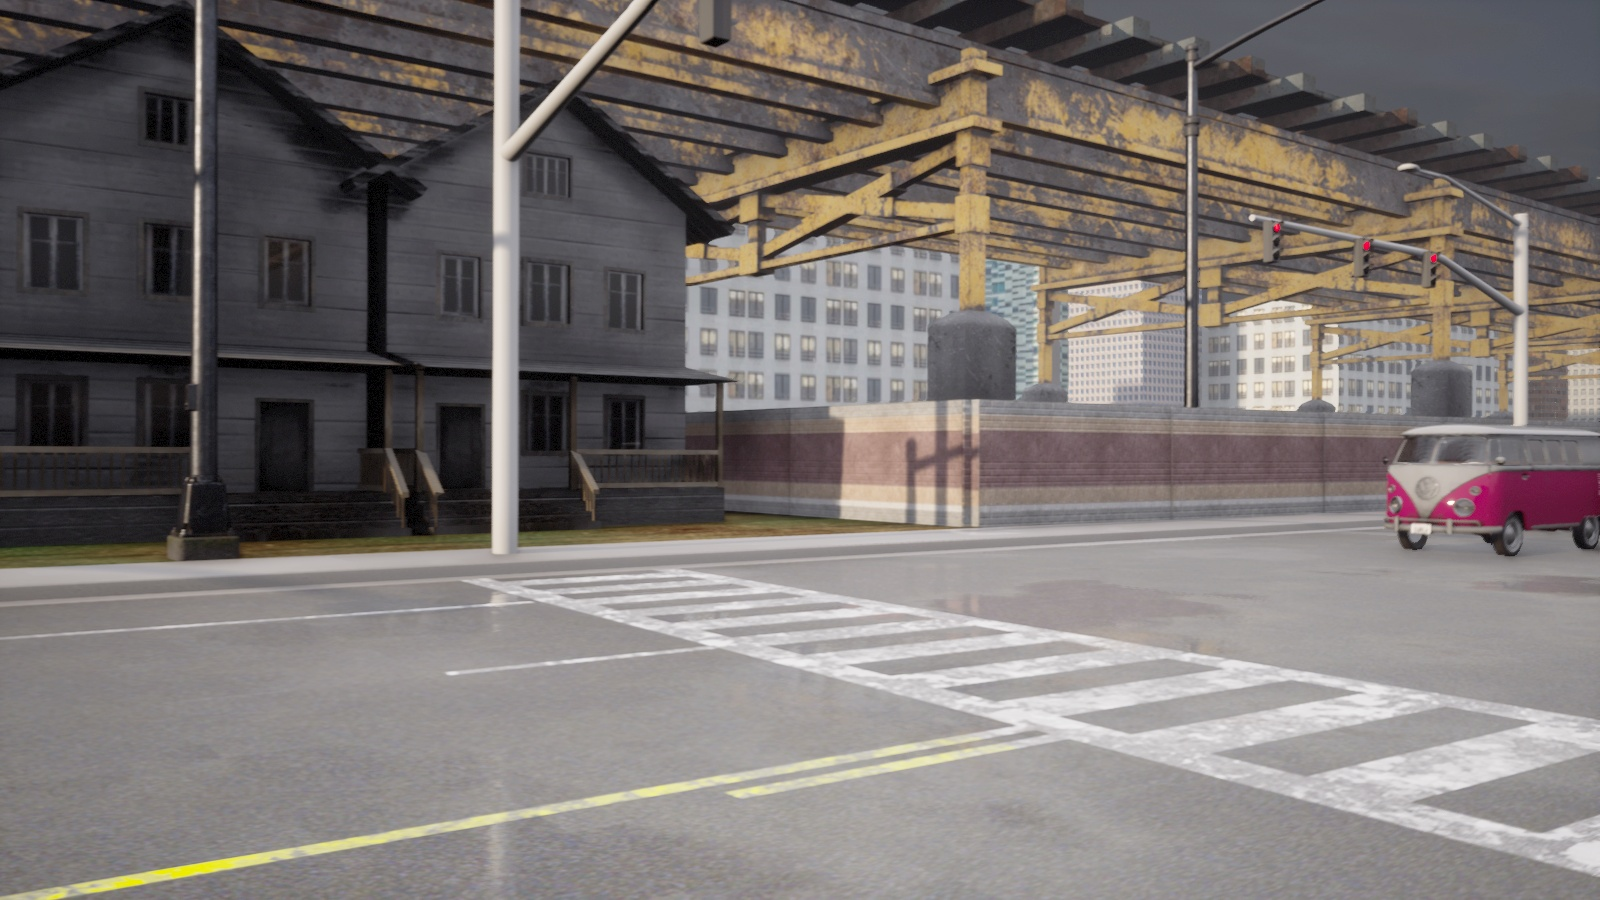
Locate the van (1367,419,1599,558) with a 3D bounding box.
[{"bbox_3d":[11.088,0.554,19.956,4.442,1.987,1.775,0,0,-35],"label":"van"}]
